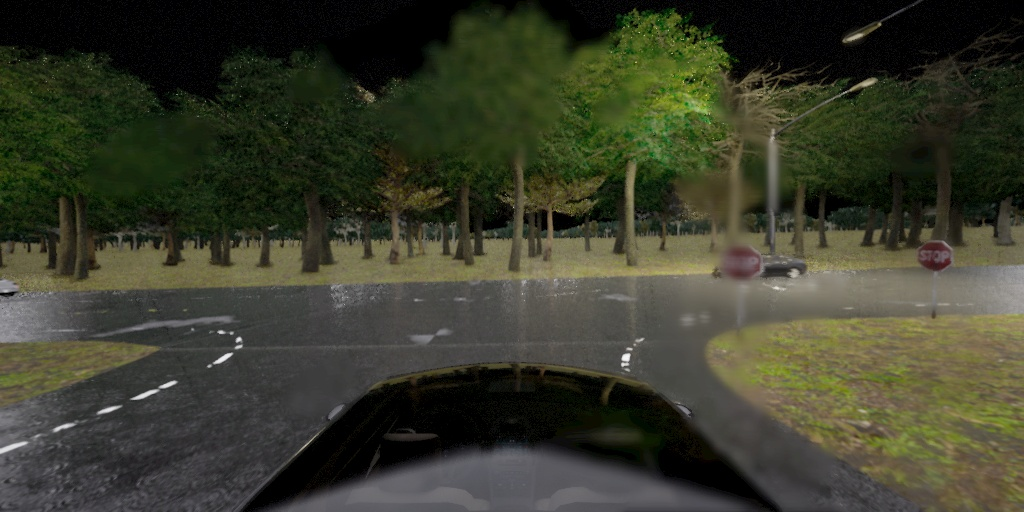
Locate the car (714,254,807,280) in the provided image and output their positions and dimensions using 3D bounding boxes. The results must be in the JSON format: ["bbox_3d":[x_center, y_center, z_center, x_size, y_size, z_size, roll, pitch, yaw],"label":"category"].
[{"bbox_3d":[14.738,0.676,21.436,4.892,1.490,1.837,-3,3,0],"label":"car"}]

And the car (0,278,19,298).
[{"bbox_3d":[-32.263,1.896,21.210,4.674,1.442,1.812,-1,3,0],"label":"car"}]
